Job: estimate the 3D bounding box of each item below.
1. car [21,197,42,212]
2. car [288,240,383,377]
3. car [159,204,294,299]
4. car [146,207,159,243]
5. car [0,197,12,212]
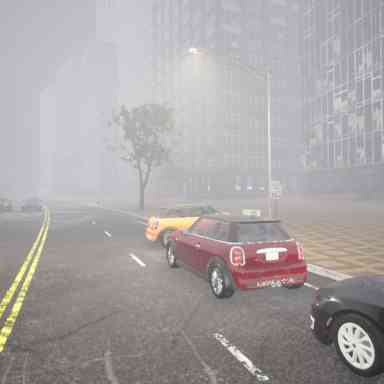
[{"bbox_3d":[-18.917,1.392,39.371,2.097,1.767,4.553,0,0,-24],"label":"car"},{"bbox_3d":[3.607,1.505,3.406,1.837,1.490,4.892,0,0,-36],"label":"car"},{"bbox_3d":[0.861,1.355,8.871,2.097,1.767,4.553,0,0,-22],"label":"car"},{"bbox_3d":[0.335,1.276,14.490,4.553,1.767,2.097,-3,1,-18],"label":"car"},{"bbox_3d":[-21.883,1.390,38.042,2.097,1.767,4.553,0,0,-24],"label":"car"}]
